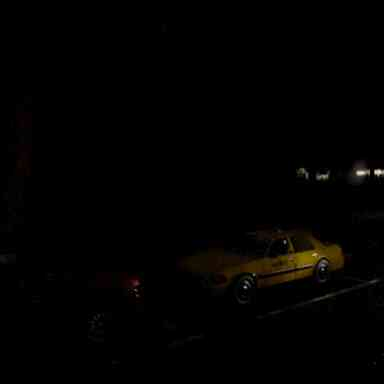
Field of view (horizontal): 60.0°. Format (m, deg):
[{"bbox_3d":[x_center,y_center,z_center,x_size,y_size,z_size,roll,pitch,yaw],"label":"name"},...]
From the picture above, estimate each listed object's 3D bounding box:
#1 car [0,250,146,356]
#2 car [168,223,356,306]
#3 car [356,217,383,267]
[{"bbox_3d":[-2.717,1.582,4.824,4.206,1.307,1.802,0,0,-35],"label":"car"},{"bbox_3d":[1.738,1.524,7.995,4.829,1.417,1.752,0,0,-35],"label":"car"},{"bbox_3d":[6.471,1.565,11.365,4.313,1.339,1.947,0,0,-35],"label":"car"}]
